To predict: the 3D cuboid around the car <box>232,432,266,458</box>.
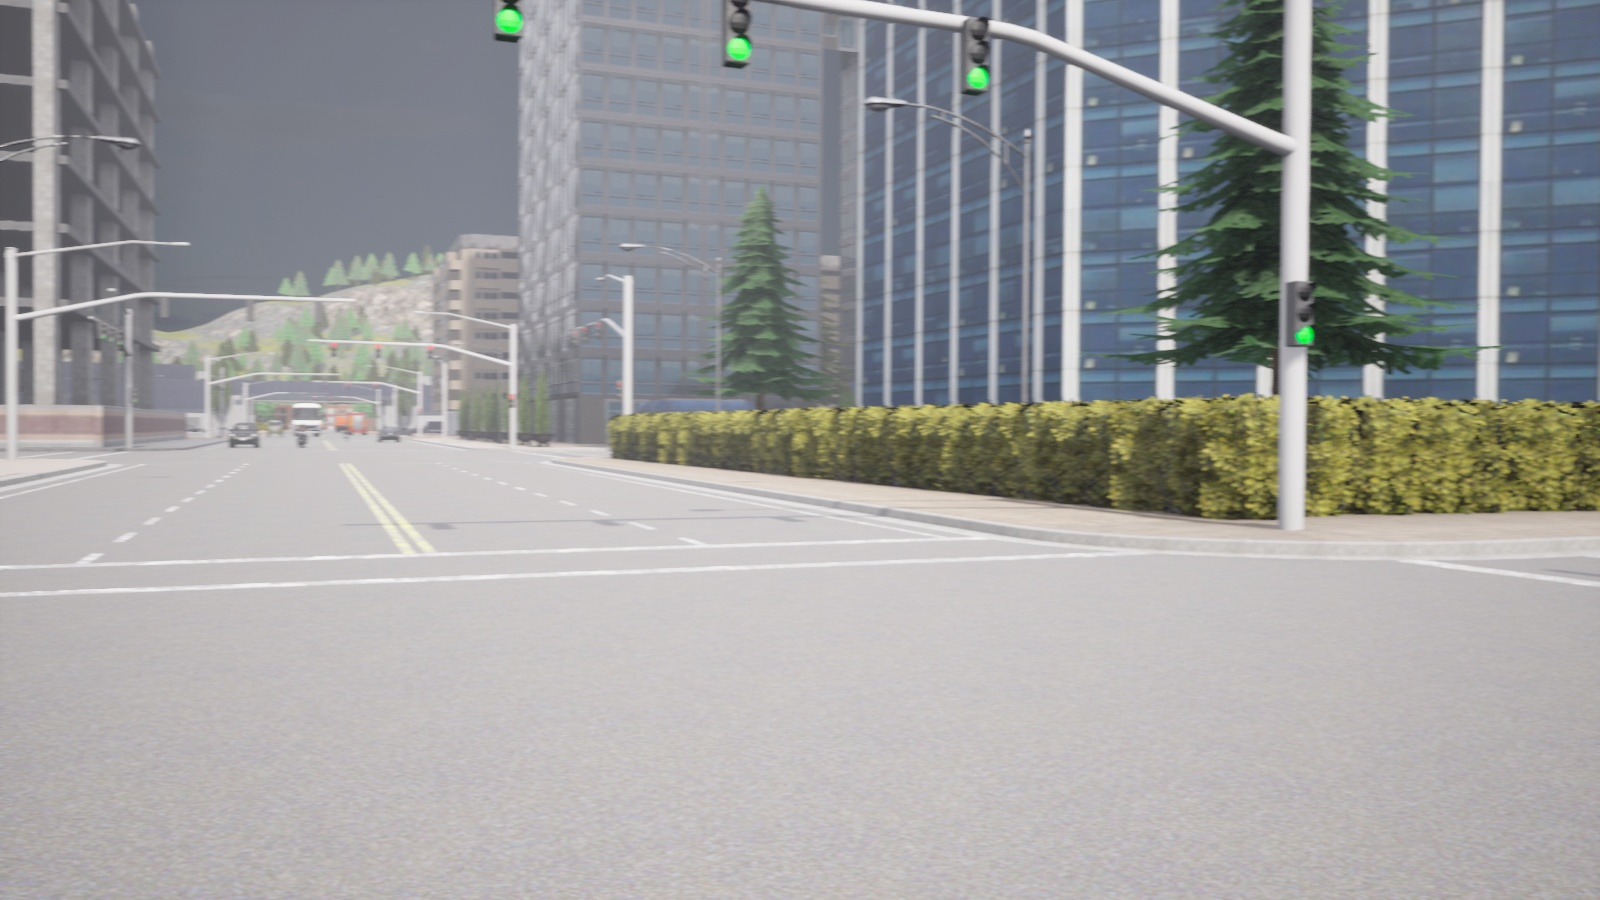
[{"bbox_3d":[-35.741,-0.346,81.497,1.851,1.617,3.988,-1,1,-21],"label":"car"}]
